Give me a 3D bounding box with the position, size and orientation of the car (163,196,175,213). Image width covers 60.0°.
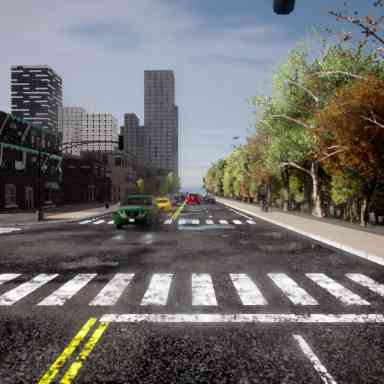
[{"bbox_3d":[-3.282,1.465,36.892,1.882,1.535,5.008,0,0,0],"label":"car"}]

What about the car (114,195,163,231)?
[{"bbox_3d":[-3.308,1.218,21.077,2.150,2.045,5.566,0,0,0],"label":"car"}]

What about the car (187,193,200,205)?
[{"bbox_3d":[0.210,1.199,60.194,2.150,2.045,5.566,0,0,1],"label":"car"}]

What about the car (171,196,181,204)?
[{"bbox_3d":[-3.125,1.503,67.028,1.837,1.490,4.892,0,0,0],"label":"car"}]

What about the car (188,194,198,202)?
[{"bbox_3d":[0.149,1.325,72.789,2.097,1.767,4.553,0,0,0],"label":"car"}]

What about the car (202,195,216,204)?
[{"bbox_3d":[3.470,1.540,63.136,1.994,1.385,4.181,0,0,0],"label":"car"}]

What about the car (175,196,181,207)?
[{"bbox_3d":[-3.244,1.529,51.194,2.033,1.411,5.357,0,0,0],"label":"car"}]

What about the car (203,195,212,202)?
[{"bbox_3d":[3.388,1.471,73.092,1.837,1.490,4.892,0,0,0],"label":"car"}]
